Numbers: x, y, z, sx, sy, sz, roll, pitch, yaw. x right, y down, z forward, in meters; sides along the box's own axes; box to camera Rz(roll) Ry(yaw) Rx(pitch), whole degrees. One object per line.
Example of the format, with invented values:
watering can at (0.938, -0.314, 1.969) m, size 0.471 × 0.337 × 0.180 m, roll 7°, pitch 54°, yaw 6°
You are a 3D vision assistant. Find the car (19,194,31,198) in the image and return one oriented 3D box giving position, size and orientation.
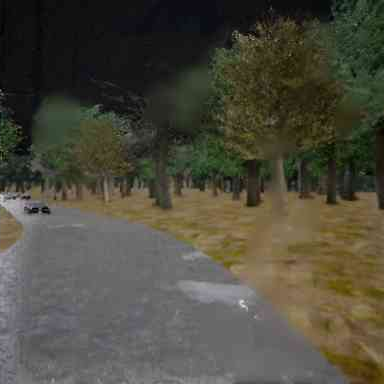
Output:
car at (-40.480, 1.148, 81.073) m, size 1.882 × 1.535 × 5.008 m, roll 0°, pitch 0°, yaw -32°

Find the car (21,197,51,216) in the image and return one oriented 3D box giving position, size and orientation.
car at (-14.239, 1.438, 30.581) m, size 1.895 × 1.301 × 4.718 m, roll 0°, pitch 0°, yaw -32°

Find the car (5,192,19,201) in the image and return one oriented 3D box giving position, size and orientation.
car at (-36.459, 1.022, 66.829) m, size 1.837 × 1.490 × 4.892 m, roll 0°, pitch 0°, yaw -32°
